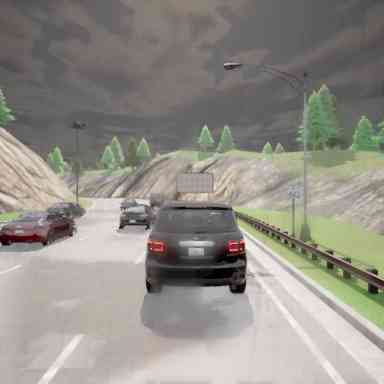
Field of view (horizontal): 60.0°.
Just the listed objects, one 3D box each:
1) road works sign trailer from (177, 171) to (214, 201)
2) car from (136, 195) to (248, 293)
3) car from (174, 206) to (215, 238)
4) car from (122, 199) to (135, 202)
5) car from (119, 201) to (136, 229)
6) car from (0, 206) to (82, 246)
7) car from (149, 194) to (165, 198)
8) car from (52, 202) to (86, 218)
[{"bbox_3d":[0.200,0.464,21.676,2.380,3.560,2.880,0,0,0],"label":"road works sign trailer"},{"bbox_3d":[0.092,1.221,8.965,2.150,2.045,5.566,0,0,0],"label":"car"},{"bbox_3d":[0.118,1.558,18.179,1.994,1.385,4.181,0,0,0],"label":"car"},{"bbox_3d":[-7.584,1.547,40.002,2.033,1.411,5.357,0,0,-6],"label":"car"},{"bbox_3d":[-3.421,1.525,21.360,1.812,1.442,4.674,0,0,0],"label":"car"},{"bbox_3d":[-6.910,1.564,15.358,1.994,1.385,4.181,0,0,0],"label":"car"},{"bbox_3d":[-4.265,1.217,41.872,2.150,2.045,5.566,0,-1,-6],"label":"car"},{"bbox_3d":[-10.440,1.546,27.458,2.033,1.411,5.357,0,0,-1],"label":"car"}]
